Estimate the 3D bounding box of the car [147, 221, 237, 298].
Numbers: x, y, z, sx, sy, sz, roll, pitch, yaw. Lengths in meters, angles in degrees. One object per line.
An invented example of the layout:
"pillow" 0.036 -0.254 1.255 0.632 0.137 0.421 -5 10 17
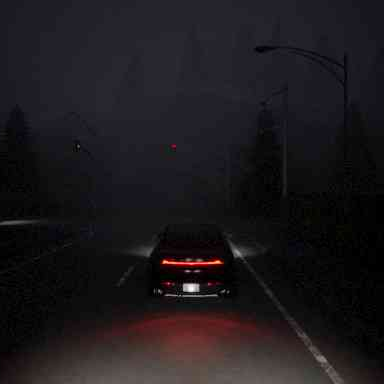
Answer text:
"car" 0.025 1.505 8.514 1.837 1.490 4.892 0 0 1
